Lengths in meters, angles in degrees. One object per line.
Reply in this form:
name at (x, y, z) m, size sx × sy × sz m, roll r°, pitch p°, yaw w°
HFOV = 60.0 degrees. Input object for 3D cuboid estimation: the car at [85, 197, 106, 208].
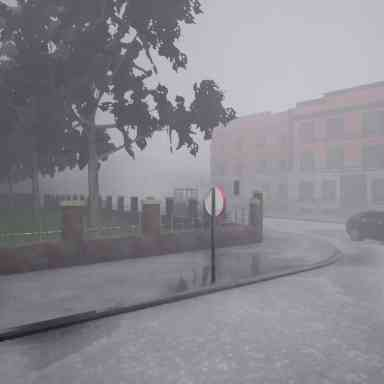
car at (-13.527, 1.351, 47.042) m, size 2.097 × 1.767 × 4.553 m, roll 0°, pitch 0°, yaw -35°

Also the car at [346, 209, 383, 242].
car at (8.512, 1.506, 13.752) m, size 1.837 × 1.490 × 4.892 m, roll 1°, pitch -1°, yaw -12°

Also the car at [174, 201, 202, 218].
car at (-0.154, 1.527, 28.255) m, size 1.812 × 1.442 × 4.674 m, roll 0°, pitch 1°, yaw -36°
